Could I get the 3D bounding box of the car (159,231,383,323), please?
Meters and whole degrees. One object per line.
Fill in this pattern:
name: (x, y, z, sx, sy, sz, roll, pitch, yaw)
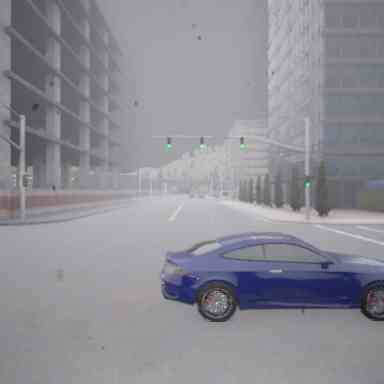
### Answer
car: (1.703, 1.533, 6.595, 4.674, 1.442, 1.812, 0, 0, -1)
